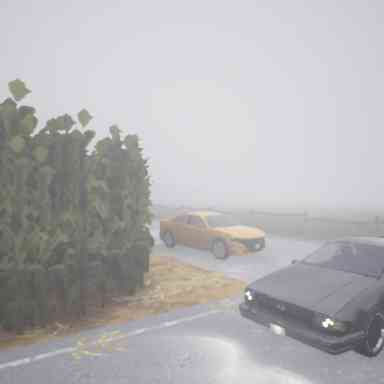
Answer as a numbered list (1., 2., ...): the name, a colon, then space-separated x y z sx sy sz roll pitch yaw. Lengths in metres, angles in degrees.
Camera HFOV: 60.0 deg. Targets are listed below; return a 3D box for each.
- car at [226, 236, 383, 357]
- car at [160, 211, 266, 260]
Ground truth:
1. car: 3.384 1.590 6.282 5.357 1.411 2.033 1 0 -35
2. car: 0.649 1.540 13.077 1.882 1.535 5.008 1 0 -38
